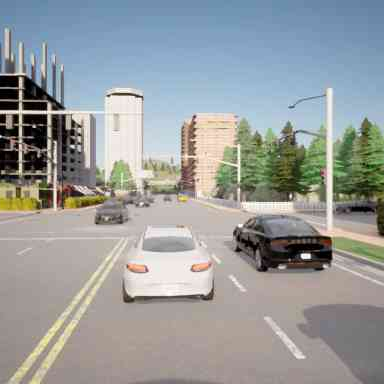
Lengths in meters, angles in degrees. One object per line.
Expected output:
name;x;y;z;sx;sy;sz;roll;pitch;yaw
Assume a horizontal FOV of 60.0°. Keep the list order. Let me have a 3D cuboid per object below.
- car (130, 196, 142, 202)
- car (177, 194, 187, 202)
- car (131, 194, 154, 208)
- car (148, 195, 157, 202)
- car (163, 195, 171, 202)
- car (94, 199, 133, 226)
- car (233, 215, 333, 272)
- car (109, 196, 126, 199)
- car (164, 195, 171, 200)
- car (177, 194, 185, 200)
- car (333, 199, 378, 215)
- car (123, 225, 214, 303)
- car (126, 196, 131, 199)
car;-12.492;1.539;74.175;2.033;1.411;5.357;0;0;-4
car;-2.169;1.470;76.971;1.882;1.535;5.008;0;0;-4
car;-7.221;1.491;48.881;2.128;1.511;4.902;0;0;-4
car;-9.429;1.524;80.253;2.033;1.411;5.357;0;0;-4
car;-5.732;1.517;77.691;2.128;1.511;4.902;0;0;-4
car;-5.664;1.505;23.861;1.837;1.490;4.892;0;0;-4
car;2.665;1.478;10.903;1.882;1.535;5.008;0;0;-5
car;-10.397;1.478;44.299;1.882;1.535;5.008;0;0;-4
car;-6.362;1.379;86.262;1.994;1.385;4.181;0;0;-4
car;-2.871;1.304;86.518;1.882;1.535;5.008;0;0;-4
car;17.026;1.491;34.053;4.902;1.511;2.128;0;0;-3
car;-0.597;1.526;8.162;1.812;1.442;4.674;0;0;-5
car;-11.436;1.477;58.782;1.882;1.535;5.008;0;0;-4
